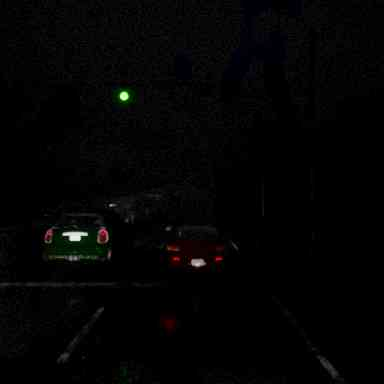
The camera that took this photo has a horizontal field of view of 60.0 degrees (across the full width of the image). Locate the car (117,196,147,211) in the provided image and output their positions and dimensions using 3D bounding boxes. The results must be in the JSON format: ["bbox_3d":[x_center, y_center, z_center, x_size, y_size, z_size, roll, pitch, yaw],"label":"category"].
[{"bbox_3d":[-6.919,1.500,38.238,2.128,1.511,4.902,0,0,0],"label":"car"}]

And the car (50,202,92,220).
[{"bbox_3d":[-10.478,1.607,29.227,1.895,1.301,4.718,0,0,1],"label":"car"}]

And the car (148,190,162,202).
[{"bbox_3d":[-6.729,0.738,60.610,2.150,2.045,5.566,0,3,1],"label":"car"}]

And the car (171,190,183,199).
[{"bbox_3d":[-3.148,0.529,70.645,2.128,1.511,4.902,0,3,0],"label":"car"}]

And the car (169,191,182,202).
[{"bbox_3d":[-3.102,1.001,60.534,1.882,1.535,5.008,0,3,1],"label":"car"}]

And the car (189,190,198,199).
[{"bbox_3d":[0.354,0.492,70.864,1.837,1.490,4.892,0,3,0],"label":"car"}]

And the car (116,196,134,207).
[{"bbox_3d":[-10.327,1.414,51.582,1.837,1.490,4.892,0,2,1],"label":"car"}]

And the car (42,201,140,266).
[{"bbox_3d":[-3.354,1.354,11.683,2.097,1.767,4.553,0,0,0],"label":"car"}]

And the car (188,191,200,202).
[{"bbox_3d":[0.399,0.861,60.786,2.097,1.767,4.553,0,3,0],"label":"car"}]

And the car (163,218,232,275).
[{"bbox_3d":[0.141,1.528,10.320,1.812,1.442,4.674,0,0,0],"label":"car"}]

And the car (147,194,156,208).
[{"bbox_3d":[-6.858,1.483,48.329,1.837,1.490,4.892,0,1,0],"label":"car"}]
